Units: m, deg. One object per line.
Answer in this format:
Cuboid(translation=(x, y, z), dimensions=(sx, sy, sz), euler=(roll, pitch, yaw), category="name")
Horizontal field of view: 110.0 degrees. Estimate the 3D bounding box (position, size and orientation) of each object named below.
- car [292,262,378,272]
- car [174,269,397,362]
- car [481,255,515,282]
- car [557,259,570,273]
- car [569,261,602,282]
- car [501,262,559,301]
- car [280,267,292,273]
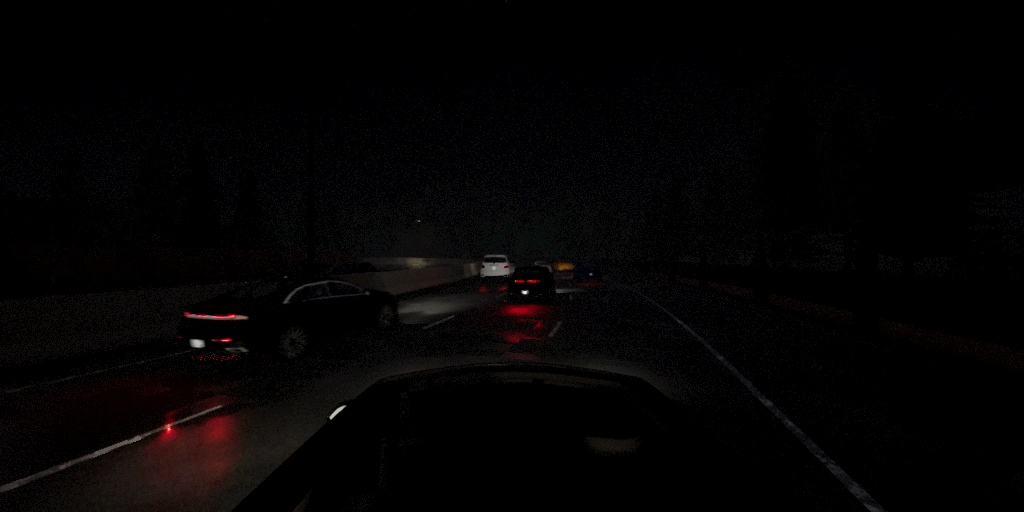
Cuboid(translation=(-9.309, 1.189, 19.911), dimensions=(1.882, 1.535, 5.008), euler=(0, 0, 10), category="car")
Cuboid(translation=(-4.597, 1.228, 8.308), dimensions=(2.128, 1.511, 4.902), euler=(0, 0, 15), category="car")
Cuboid(translation=(-1.007, 0.924, 27.978), dimensions=(2.150, 2.045, 5.566), euler=(0, 0, 5), category="car")
Cuboid(translation=(6.136, 1.161, 42.861), dimensions=(1.882, 1.535, 5.008), euler=(0, 0, -2), category="car")
Cuboid(translation=(6.017, 1.185, 28.923), dimensions=(1.882, 1.535, 5.008), euler=(0, 0, 4), category="car")
Cuboid(translation=(1.022, 1.229, 17.250), dimensions=(1.837, 1.490, 4.892), euler=(0, 0, 11), category="car")
Cuboid(translation=(-15.315, 1.200, 27.087), dimensions=(1.837, 1.490, 4.892), euler=(1, 0, 6), category="car")
